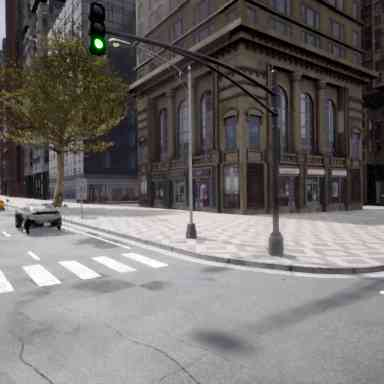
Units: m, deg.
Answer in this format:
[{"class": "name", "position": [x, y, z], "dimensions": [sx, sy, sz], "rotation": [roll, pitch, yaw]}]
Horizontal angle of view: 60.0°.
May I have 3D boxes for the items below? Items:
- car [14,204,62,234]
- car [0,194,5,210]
[{"class": "car", "position": [-8.831, 1.411, 18.966], "dimensions": [2.128, 1.511, 4.902], "rotation": [-1, 1, -36]}, {"class": "car", "position": [-23.470, 1.335, 39.403], "dimensions": [1.882, 1.535, 5.008], "rotation": [-1, 1, -36]}]
